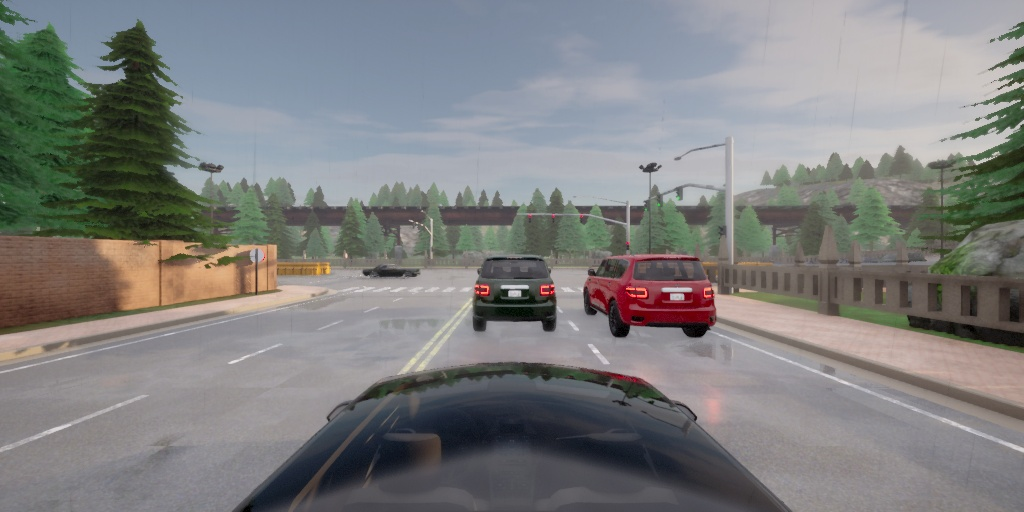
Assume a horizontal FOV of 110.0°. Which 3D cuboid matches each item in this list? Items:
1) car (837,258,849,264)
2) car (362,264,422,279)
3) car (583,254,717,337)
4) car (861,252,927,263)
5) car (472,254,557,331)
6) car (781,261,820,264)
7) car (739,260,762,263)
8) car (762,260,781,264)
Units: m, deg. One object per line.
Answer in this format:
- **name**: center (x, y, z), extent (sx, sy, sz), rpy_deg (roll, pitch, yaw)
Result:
- **car**: center (41.756, 1.081, 45.553), extent (4.902, 1.511, 2.128), rpy_deg (-2, 0, 0)
- **car**: center (-10.499, 1.351, 31.592), extent (4.718, 1.301, 1.895), rpy_deg (0, 0, 0)
- **car**: center (3.570, 0.971, 10.386), extent (2.150, 2.045, 5.566), rpy_deg (0, 0, 0)
- **car**: center (45.135, 0.667, 42.055), extent (5.566, 2.045, 2.150), rpy_deg (-3, 0, -1)
- **car**: center (0.070, 0.971, 11.063), extent (2.150, 2.045, 5.566), rpy_deg (0, 0, 0)
- **car**: center (34.741, 1.302, 42.068), extent (4.181, 1.385, 1.994), rpy_deg (0, 0, 0)
- **car**: center (25.828, 1.241, 42.097), extent (4.902, 1.511, 2.128), rpy_deg (0, 0, 0)
- **car**: center (31.376, 1.297, 45.588), extent (5.357, 1.411, 2.033), rpy_deg (0, 0, 0)
